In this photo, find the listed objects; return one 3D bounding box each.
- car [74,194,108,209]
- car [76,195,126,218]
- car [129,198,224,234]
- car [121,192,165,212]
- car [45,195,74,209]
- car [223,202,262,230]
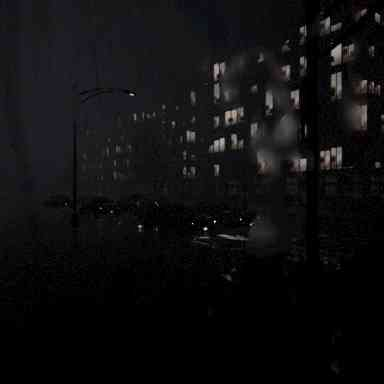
[{"bbox_3d":[-10.780,0.976,35.378,1.895,1.301,4.718,0,1,-38],"label":"car"},{"bbox_3d":[-7.128,1.089,25.456,1.812,1.442,4.674,0,1,-38],"label":"car"},{"bbox_3d":[-1.003,1.292,17.685,2.033,1.411,5.357,0,1,-38],"label":"car"},{"bbox_3d":[-4.585,0.911,27.486,2.097,1.767,4.553,0,1,-38],"label":"car"},{"bbox_3d":[-13.213,0.946,33.213,1.994,1.385,4.181,0,1,-38],"label":"car"},{"bbox_3d":[1.603,1.289,19.683,2.033,1.411,5.357,0,1,-36],"label":"car"}]
